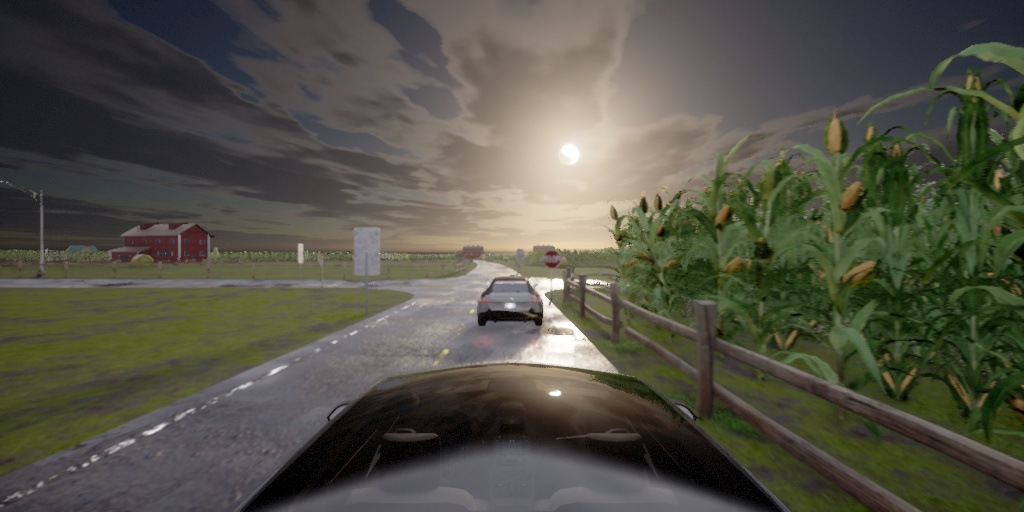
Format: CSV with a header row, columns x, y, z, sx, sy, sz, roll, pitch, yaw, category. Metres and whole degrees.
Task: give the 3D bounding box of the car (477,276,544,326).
x,y,z,sx,sy,sz,roll,pitch,yaw,category
-0.048,1.351,11.894,1.994,1.385,4.181,0,0,0,car
